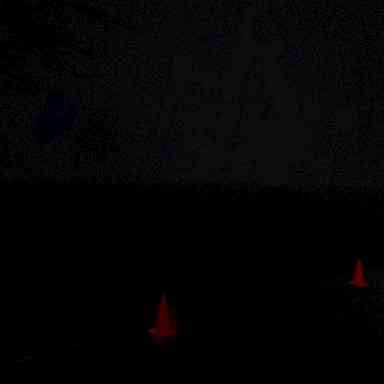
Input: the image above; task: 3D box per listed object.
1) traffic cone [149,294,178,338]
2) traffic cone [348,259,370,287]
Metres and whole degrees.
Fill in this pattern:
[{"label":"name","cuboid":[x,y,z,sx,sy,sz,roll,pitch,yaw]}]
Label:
[{"label":"traffic cone","cuboid":[-0.447,1.905,5.216,0.340,0.580,0.340,0,1,-33]},{"label":"traffic cone","cuboid":[3.966,1.893,7.897,0.340,0.580,0.340,0,0,-30]}]
